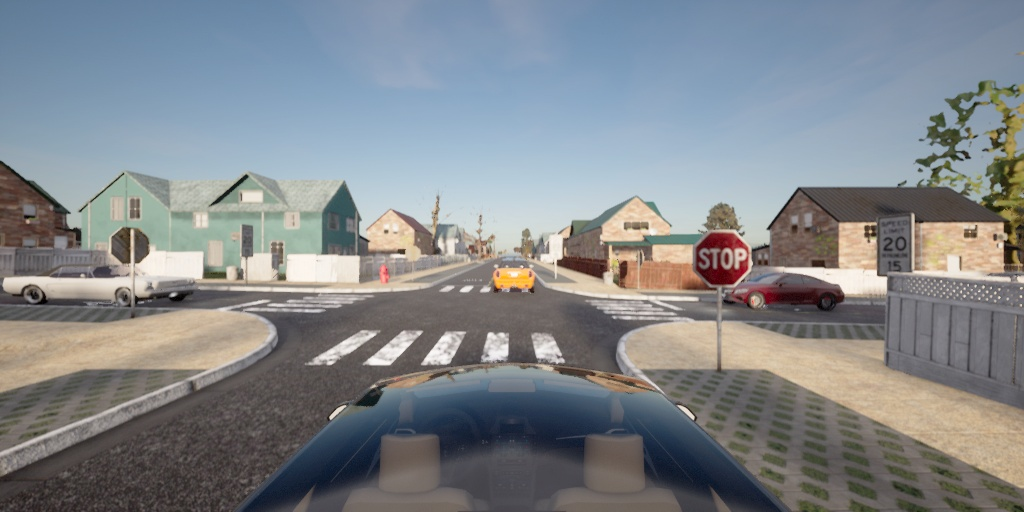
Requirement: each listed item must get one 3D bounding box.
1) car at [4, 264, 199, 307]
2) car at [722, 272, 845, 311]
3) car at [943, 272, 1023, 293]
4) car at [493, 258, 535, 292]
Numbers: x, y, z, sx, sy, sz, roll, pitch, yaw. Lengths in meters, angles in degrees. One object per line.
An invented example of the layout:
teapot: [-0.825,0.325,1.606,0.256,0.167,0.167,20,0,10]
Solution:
car: [-13.404,0.923,11.935,4.718,1.301,1.895,1,0,1]
car: [11.077,1.406,14.899,4.674,1.442,1.812,1,0,-1]
car: [20.918,1.455,14.922,4.553,1.767,2.097,1,0,0]
car: [0.100,0.893,19.680,2.097,1.767,4.553,0,2,0]
